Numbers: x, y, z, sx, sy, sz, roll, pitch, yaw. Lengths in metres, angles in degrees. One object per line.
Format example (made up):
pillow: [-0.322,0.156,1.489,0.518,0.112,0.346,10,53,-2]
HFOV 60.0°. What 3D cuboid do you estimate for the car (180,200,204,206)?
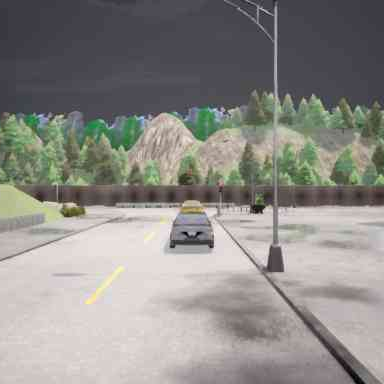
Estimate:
car: [0.000,1.483,29.650,1.882,1.535,5.008,0,0,0]

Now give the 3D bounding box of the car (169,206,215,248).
car: [0.000,1.561,14.650,2.033,1.411,5.357,0,0,0]
